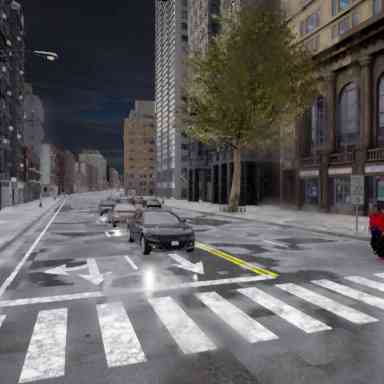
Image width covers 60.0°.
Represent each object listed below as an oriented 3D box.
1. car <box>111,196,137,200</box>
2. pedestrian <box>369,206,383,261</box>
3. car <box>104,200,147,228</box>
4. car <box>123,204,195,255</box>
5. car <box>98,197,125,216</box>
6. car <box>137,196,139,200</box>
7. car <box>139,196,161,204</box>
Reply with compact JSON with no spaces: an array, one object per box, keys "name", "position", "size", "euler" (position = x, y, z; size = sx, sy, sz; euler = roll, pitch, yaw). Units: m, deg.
[{"name":"car","position":[-9.540,1.370,46.371],"size":[2.128,1.511,4.902],"euler":[0,0,-20]},{"name":"pedestrian","position":[6.022,1.278,10.738],"size":[0.375,1.860,0.375],"euler":[-1,1,-20]},{"name":"car","position":[-4.597,1.494,22.452],"size":[1.812,1.442,4.674],"euler":[0,0,-20]},{"name":"car","position":[-1.418,1.461,13.613],"size":[1.882,1.535,5.008],"euler":[0,0,-20]},{"name":"car","position":[-8.180,1.486,32.434],"size":[2.033,1.411,5.357],"euler":[0,0,-19]},{"name":"car","position":[-8.857,1.333,53.767],"size":[2.128,1.511,4.902],"euler":[0,0,-20]},{"name":"car","position":[-5.415,1.455,44.369],"size":[1.994,1.385,4.181],"euler":[0,0,-19]}]
